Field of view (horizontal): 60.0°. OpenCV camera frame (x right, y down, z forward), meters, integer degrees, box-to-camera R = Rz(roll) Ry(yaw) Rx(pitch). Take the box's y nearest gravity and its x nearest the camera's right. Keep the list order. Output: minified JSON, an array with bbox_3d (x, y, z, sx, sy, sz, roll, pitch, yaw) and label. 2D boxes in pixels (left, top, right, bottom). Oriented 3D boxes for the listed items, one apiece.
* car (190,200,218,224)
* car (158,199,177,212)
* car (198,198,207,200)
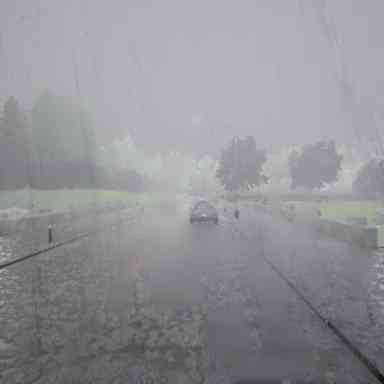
[{"bbox_3d":[0.868,1.574,24.625,1.994,1.385,4.181,0,0,2],"label":"car"},{"bbox_3d":[-2.857,1.584,39.930,2.033,1.411,5.357,0,0,2],"label":"car"},{"bbox_3d":[1.562,1.546,49.061,1.812,1.442,4.674,0,0,2],"label":"car"}]
